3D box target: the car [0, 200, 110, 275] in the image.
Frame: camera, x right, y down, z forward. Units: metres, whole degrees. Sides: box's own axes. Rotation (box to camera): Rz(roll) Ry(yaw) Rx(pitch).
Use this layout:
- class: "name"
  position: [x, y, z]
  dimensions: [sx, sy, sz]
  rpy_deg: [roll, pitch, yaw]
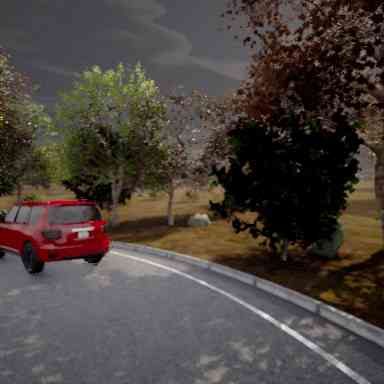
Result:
- class: "car"
  position: [-4.922, 1.294, 11.109]
  dimensions: [5.566, 2.045, 2.150]
  rpy_deg: [-1, 0, 44]
